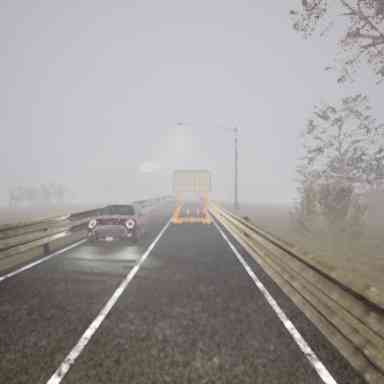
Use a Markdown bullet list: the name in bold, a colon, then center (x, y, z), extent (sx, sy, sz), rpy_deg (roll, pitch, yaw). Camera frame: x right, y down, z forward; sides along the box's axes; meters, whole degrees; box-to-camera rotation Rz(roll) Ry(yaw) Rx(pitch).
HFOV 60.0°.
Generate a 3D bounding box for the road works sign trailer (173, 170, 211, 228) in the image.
- **road works sign trailer**: center (0.005, 0.410, 20.956), extent (2.380, 3.560, 2.880), rpy_deg (0, 0, 0)

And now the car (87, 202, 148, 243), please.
- **car**: center (-3.353, 1.311, 15.709), extent (2.097, 1.767, 4.553), rpy_deg (0, 0, 0)

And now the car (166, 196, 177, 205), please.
- **car**: center (-3.304, 1.398, 57.194), extent (2.033, 1.411, 5.357), rpy_deg (0, 0, 1)
